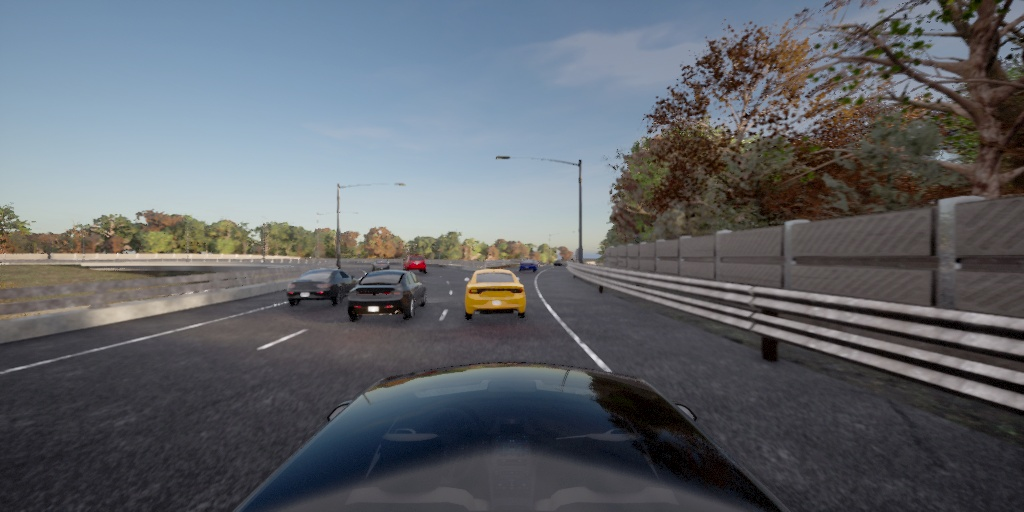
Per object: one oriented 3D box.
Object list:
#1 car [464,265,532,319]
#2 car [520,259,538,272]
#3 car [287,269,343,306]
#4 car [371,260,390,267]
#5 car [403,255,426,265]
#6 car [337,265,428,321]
[{"bbox_3d":[-0.694,1.207,12.909,1.882,1.535,5.008,0,0,-6],"label":"car"},{"bbox_3d":[2.086,1.131,43.566,1.882,1.535,5.008,0,0,9],"label":"car"},{"bbox_3d":[-8.072,1.279,15.733,1.812,1.442,4.674,0,0,-8],"label":"car"},{"bbox_3d":[-15.924,1.218,43.515,2.128,1.511,4.902,0,0,-23],"label":"car"},{"bbox_3d":[-11.271,0.933,41.468,2.150,2.045,5.566,0,0,-21],"label":"car"},{"bbox_3d":[-4.171,1.249,12.549,1.837,1.490,4.892,0,0,-6],"label":"car"}]
